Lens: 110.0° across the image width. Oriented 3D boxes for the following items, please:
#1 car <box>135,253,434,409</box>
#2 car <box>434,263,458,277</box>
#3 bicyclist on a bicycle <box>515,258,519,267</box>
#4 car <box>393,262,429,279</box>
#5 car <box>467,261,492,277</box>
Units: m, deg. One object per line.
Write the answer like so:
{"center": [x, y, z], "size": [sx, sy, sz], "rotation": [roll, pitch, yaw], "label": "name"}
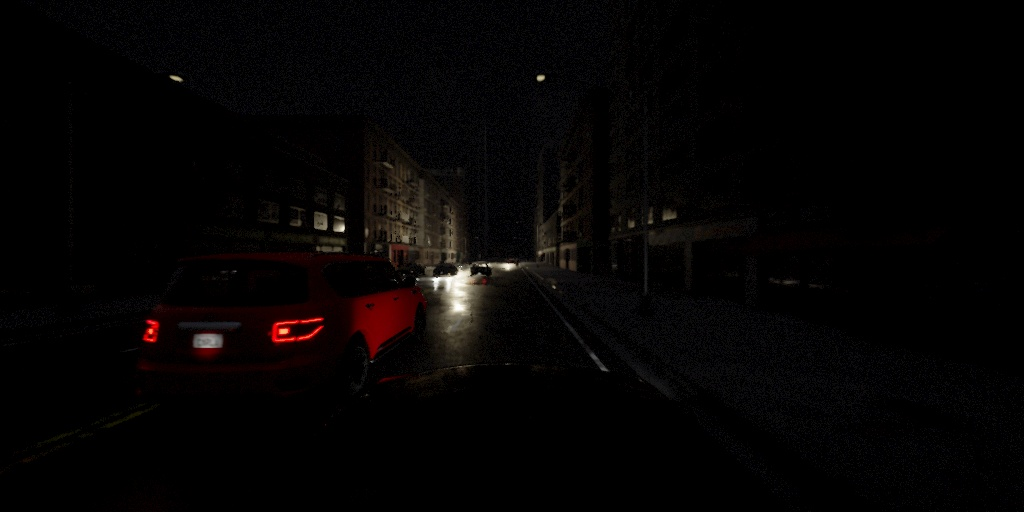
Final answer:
{"center": [-3.147, 0.977, 6.396], "size": [2.150, 2.045, 5.566], "rotation": [0, 0, 0], "label": "car"}
{"center": [-6.581, 1.380, 35.635], "size": [1.994, 1.385, 4.181], "rotation": [0, 0, 0], "label": "car"}
{"center": [0.906, 1.246, 61.310], "size": [0.659, 1.776, 1.843], "rotation": [0, 0, 0], "label": "bicyclist on a bicycle"}
{"center": [-9.834, 1.363, 35.352], "size": [2.033, 1.411, 5.357], "rotation": [0, 0, 0], "label": "car"}
{"center": [-3.142, 1.419, 37.011], "size": [1.895, 1.301, 4.718], "rotation": [0, 0, 0], "label": "car"}
